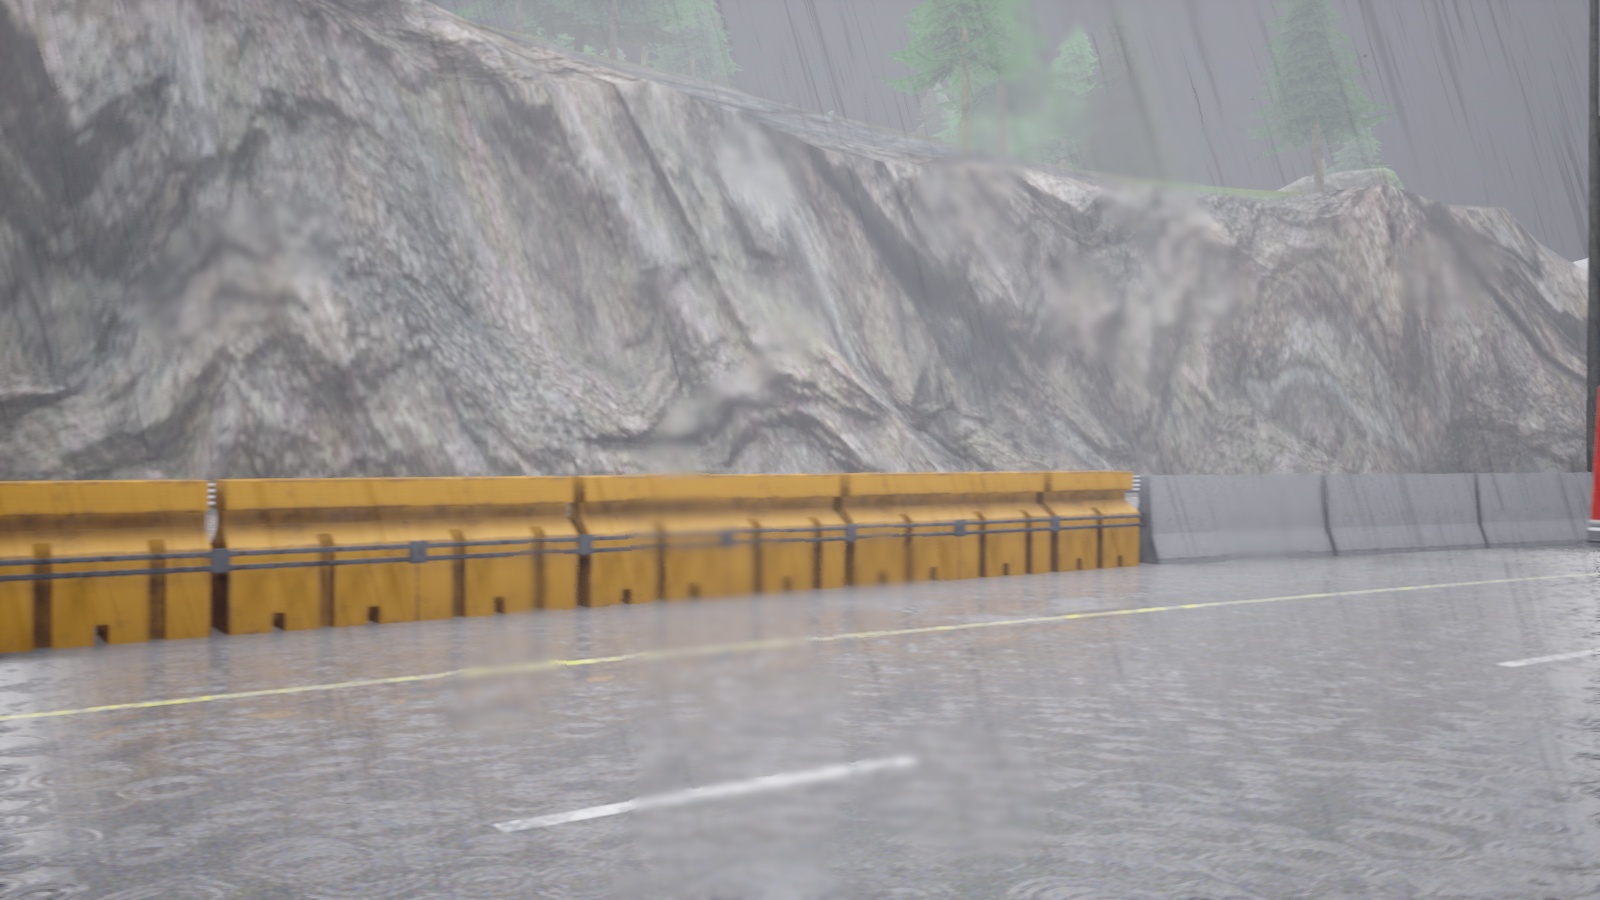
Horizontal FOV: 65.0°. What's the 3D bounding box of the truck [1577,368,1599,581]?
[{"bbox_3d":[12.091,0.268,14.818,5.204,2.467,2.627,0,-1,-27],"label":"truck"}]
